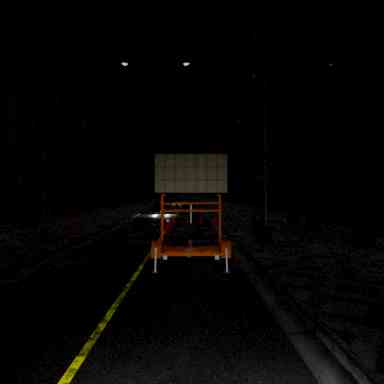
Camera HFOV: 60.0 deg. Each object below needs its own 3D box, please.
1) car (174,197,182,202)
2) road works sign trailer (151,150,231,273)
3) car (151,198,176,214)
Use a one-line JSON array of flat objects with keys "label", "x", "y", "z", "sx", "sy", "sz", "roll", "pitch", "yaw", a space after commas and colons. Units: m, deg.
[{"label": "car", "x": -3.220, "y": 1.681, "z": 71.805, "sx": 1.994, "sy": 1.385, "sz": 4.181, "roll": 0, "pitch": 0, "yaw": 0}, {"label": "road works sign trailer", "x": -0.029, "y": 0.467, "z": 10.668, "sx": 2.380, "sy": 3.560, "sz": 2.880, "roll": 0, "pitch": 0, "yaw": 0}, {"label": "car", "x": -3.207, "y": 1.574, "z": 36.060, "sx": 2.033, "sy": 1.411, "sz": 5.357, "roll": 0, "pitch": 0, "yaw": 0}]
